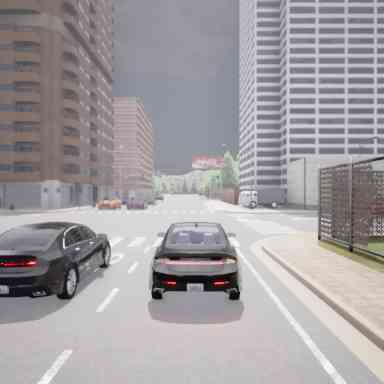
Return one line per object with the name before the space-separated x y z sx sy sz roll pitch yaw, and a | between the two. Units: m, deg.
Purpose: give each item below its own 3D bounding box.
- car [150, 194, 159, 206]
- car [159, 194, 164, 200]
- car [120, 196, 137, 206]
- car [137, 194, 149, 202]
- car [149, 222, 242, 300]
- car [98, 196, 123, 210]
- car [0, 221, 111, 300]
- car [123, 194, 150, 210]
car | -7.055 1.502 55.552 1.837 1.490 4.892 0 0 0
car | -6.974 1.209 71.445 1.882 1.535 5.008 0 0 0
car | -10.552 1.476 55.677 1.882 1.535 5.008 0 0 0
car | -10.474 1.209 71.446 1.882 1.535 5.008 0 0 0
car | 0.107 1.491 8.364 2.128 1.511 4.902 0 0 1
car | -10.571 1.351 42.903 2.097 1.767 4.553 0 0 0
car | -3.419 1.505 8.387 1.837 1.490 4.892 0 0 0
car | -7.047 1.351 42.893 2.097 1.767 4.553 0 0 0
